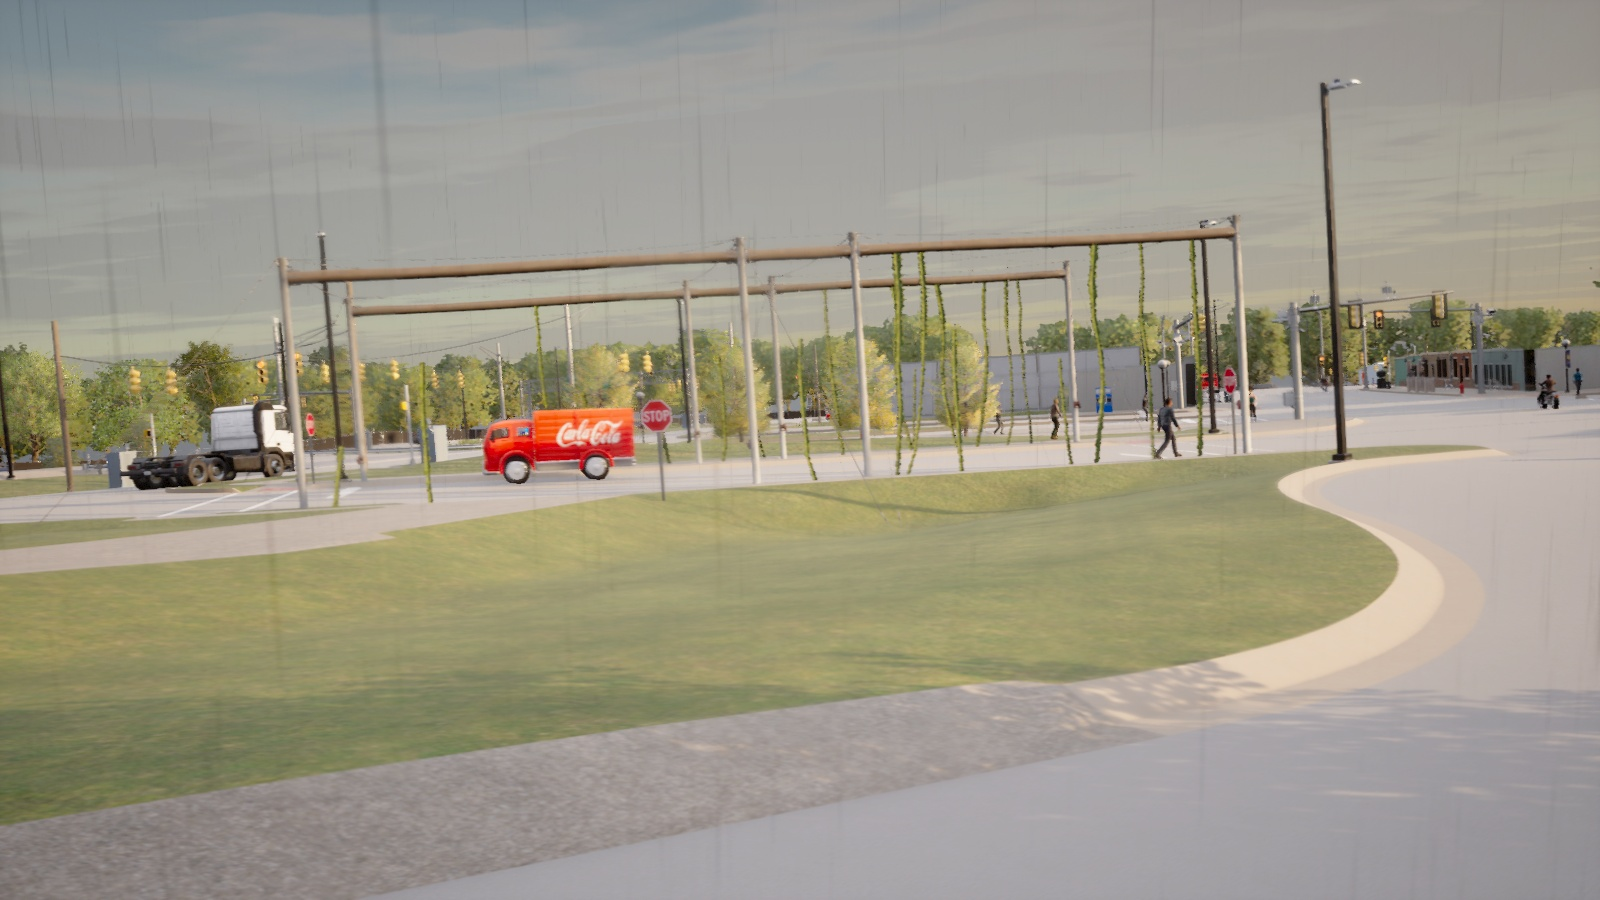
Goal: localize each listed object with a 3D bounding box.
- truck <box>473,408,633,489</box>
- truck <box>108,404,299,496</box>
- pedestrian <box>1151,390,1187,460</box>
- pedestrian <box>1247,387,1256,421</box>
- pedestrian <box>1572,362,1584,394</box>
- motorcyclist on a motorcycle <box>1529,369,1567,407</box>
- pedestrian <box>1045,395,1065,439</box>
[{"bbox_3d":[-8.628,-0.118,43.878,5.204,2.467,2.627,-3,3,-13],"label":"truck"},{"bbox_3d":[-25.223,-0.136,53.695,2.891,3.462,7.936,-4,1,13],"label":"truck"},{"bbox_3d":[10.681,-0.720,36.364,0.788,1.949,0.423,-5,3,-14],"label":"pedestrian"},{"bbox_3d":[24.660,-2.509,68.523,0.345,1.836,0.594,-3,3,23],"label":"pedestrian"},{"bbox_3d":[48.552,-4.499,78.374,0.396,1.930,0.692,-3,3,20],"label":"pedestrian"},{"bbox_3d":[34.068,-2.806,57.260,0.766,1.649,2.350,-4,1,14],"label":"motorcyclist on a motorcycle"},{"bbox_3d":[10.944,-1.405,53.936,0.634,1.846,0.331,-5,3,-12],"label":"pedestrian"}]
